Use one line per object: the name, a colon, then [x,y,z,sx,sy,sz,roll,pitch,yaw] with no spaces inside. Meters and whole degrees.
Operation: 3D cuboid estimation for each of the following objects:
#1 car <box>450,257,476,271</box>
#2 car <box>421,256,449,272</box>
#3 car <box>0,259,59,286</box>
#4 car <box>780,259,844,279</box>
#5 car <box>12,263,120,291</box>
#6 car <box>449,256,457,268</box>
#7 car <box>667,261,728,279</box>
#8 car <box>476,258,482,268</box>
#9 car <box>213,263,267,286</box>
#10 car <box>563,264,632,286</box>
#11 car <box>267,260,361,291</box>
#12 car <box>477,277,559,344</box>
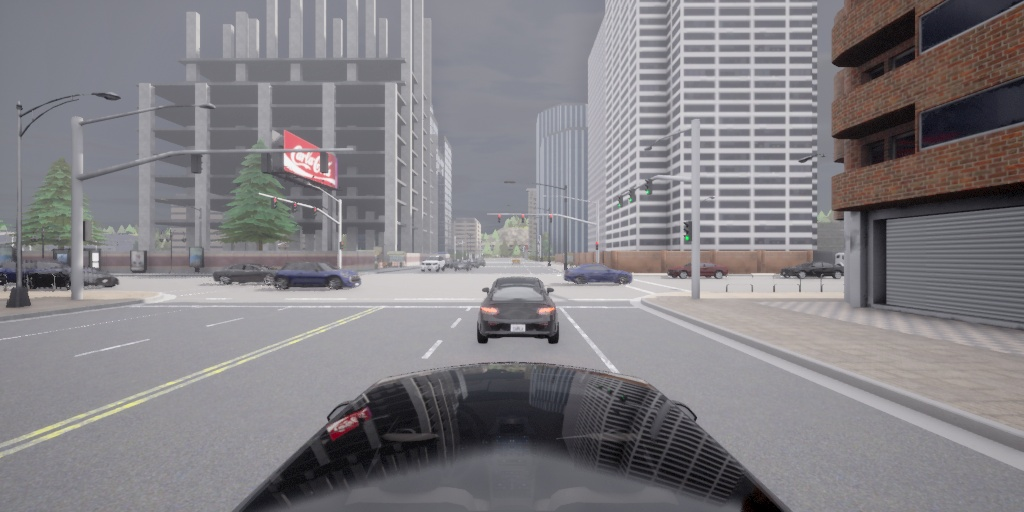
car: [-6.565,1.241,48.554,2.128,1.511,4.902,0,0,1]
car: [-10.084,0.971,46.199,2.150,2.045,5.566,0,0,1]
car: [-32.747,1.102,25.024,4.553,1.767,2.097,0,0,0]
car: [26.653,1.227,31.829,5.008,1.535,1.882,0,0,0]
car: [-26.374,1.313,21.482,4.181,1.385,1.994,0,0,0]
car: [-9.970,1.102,55.669,2.097,1.767,4.553,0,0,1]
car: [16.460,1.227,31.905,5.008,1.535,1.882,0,0,0]
car: [-6.444,1.314,58.524,1.994,1.385,4.181,0,0,0]
car: [-18.054,1.256,25.155,4.892,1.490,1.837,0,0,-3]
car: [5.881,1.275,24.773,4.674,1.442,1.812,0,0,0]
car: [-11.501,1.102,21.386,4.553,1.767,2.097,0,0,0]
car: [0.157,1.276,9.484,1.812,1.442,4.674,0,0,1]
